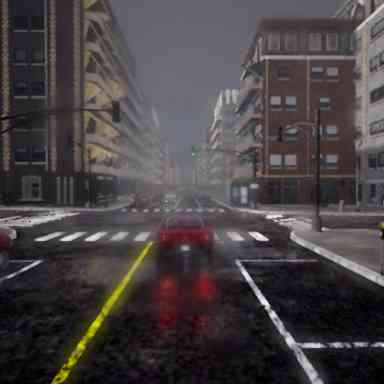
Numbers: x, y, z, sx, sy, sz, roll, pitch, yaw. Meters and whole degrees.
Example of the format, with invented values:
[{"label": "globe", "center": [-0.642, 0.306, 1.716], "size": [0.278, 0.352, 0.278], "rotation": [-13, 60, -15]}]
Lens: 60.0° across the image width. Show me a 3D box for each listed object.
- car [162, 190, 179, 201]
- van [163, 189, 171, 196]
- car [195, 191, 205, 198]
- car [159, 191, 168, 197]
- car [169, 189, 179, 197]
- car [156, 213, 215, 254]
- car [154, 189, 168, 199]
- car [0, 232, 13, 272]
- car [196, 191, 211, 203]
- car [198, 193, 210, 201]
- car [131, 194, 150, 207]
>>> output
[{"label": "car", "center": [-3.787, 0.779, 58.985], "size": [1.812, 1.442, 4.674], "rotation": [0, 1, 0]}, {"label": "van", "center": [-6.821, 0.194, 90.831], "size": [1.690, 1.788, 3.998], "rotation": [0, 1, -1]}, {"label": "car", "center": [1.769, 0.504, 74.017], "size": [1.967, 1.590, 4.097], "rotation": [0, 1, -1]}, {"label": "car", "center": [-6.678, 0.523, 79.387], "size": [1.752, 1.417, 4.829], "rotation": [0, 1, -1]}, {"label": "car", "center": [-3.925, 0.157, 74.575], "size": [2.097, 1.767, 4.553], "rotation": [0, 1, -1]}, {"label": "car", "center": [-0.342, 1.439, 12.629], "size": [1.895, 1.301, 4.718], "rotation": [0, 1, -4]}, {"label": "car", "center": [-6.542, 0.452, 68.279], "size": [2.192, 1.841, 5.009], "rotation": [0, 1, -1]}, {"label": "car", "center": [-5.789, 1.483, 7.688], "size": [1.802, 1.307, 4.206], "rotation": [0, 1, -1]}, {"label": "car", "center": [2.049, 0.898, 51.467], "size": [2.008, 1.369, 4.403], "rotation": [0, 1, -1]}, {"label": "car", "center": [1.979, 0.821, 57.104], "size": [1.887, 1.381, 4.507], "rotation": [0, 1, -1]}, {"label": "car", "center": [-6.192, 0.932, 40.092], "size": [1.967, 1.590, 4.097], "rotation": [0, 1, -1]}]
